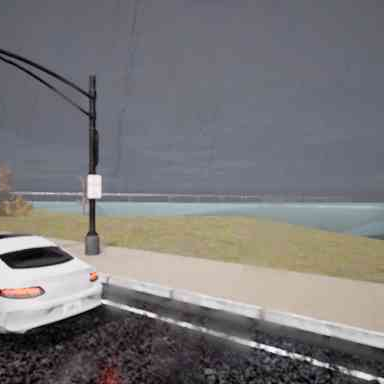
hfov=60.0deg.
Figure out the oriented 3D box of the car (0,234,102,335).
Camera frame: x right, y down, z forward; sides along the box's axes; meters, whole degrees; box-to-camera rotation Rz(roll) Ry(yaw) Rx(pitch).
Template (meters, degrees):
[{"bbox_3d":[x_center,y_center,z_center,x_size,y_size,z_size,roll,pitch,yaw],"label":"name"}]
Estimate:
[{"bbox_3d":[-3.654,1.528,6.257,4.674,1.442,1.812,0,0,35],"label":"car"}]
